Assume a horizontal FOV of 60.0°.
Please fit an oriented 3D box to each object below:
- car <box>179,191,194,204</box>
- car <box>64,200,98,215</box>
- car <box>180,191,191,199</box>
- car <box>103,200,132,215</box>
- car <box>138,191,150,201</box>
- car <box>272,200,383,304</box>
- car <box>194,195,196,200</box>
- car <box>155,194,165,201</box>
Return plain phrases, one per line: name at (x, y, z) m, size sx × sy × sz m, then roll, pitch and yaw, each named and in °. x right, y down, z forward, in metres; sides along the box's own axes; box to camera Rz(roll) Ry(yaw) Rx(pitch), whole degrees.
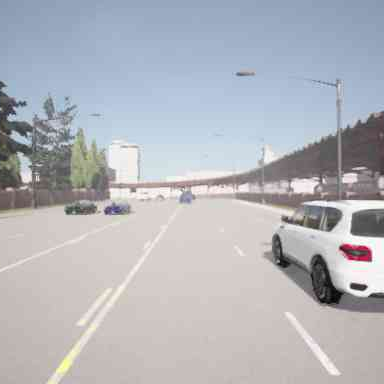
car at (-1.202, 1.152, 59.786) m, size 2.097 × 1.767 × 4.553 m, roll 0°, pitch 0°, yaw 0°
car at (-10.575, 1.495, 31.947) m, size 1.895 × 1.301 × 4.718 m, roll 0°, pitch 0°, yaw 0°
car at (-1.843, 0.894, 92.295) m, size 2.150 × 2.045 × 5.566 m, roll 0°, pitch -1°, yaw -13°
car at (-7.075, 1.494, 31.946) m, size 1.895 × 1.301 × 4.718 m, roll 0°, pitch 0°, yaw 0°
car at (-10.499, 0.883, 73.565) m, size 2.150 × 2.045 × 5.566 m, roll 0°, pitch 0°, yaw 0°
car at (3.605, 1.194, 8.187) m, size 2.150 × 2.045 × 5.566 m, roll 0°, pitch 0°, yaw 0°
car at (-0.183, 1.082, 79.196) m, size 1.812 × 1.442 × 4.674 m, roll 0°, pitch 0°, yaw -4°
car at (-7.001, 1.179, 73.717) m, size 1.812 × 1.442 × 4.674 m, roll 0°, pitch 0°, yaw 0°
